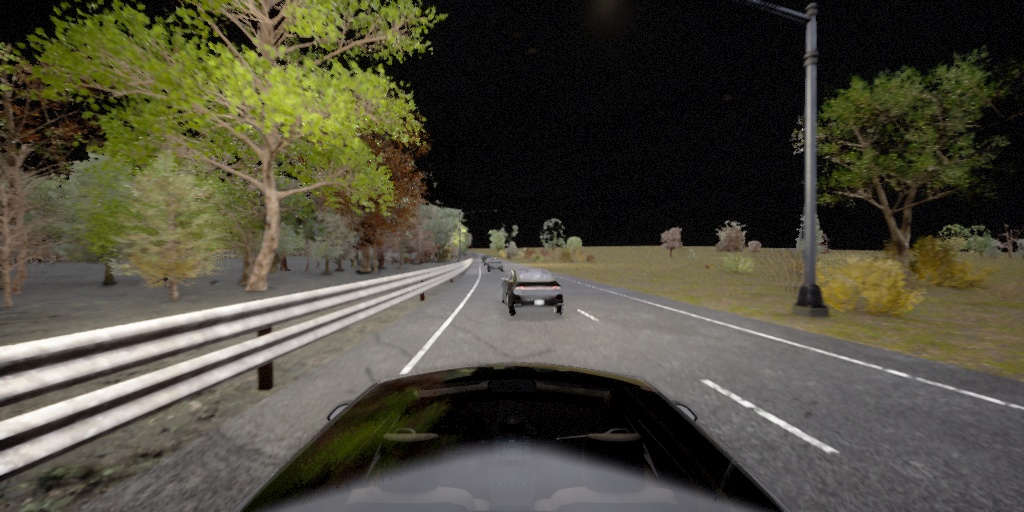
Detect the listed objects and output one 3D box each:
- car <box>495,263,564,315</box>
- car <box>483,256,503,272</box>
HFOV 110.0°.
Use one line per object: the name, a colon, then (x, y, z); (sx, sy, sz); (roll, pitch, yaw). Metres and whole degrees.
car: (0.627, 1.206, 13.419); (2.128, 1.511, 4.902); (0, 0, -5)
car: (-2.055, 1.091, 43.303); (2.128, 1.511, 4.902); (0, 0, -5)
